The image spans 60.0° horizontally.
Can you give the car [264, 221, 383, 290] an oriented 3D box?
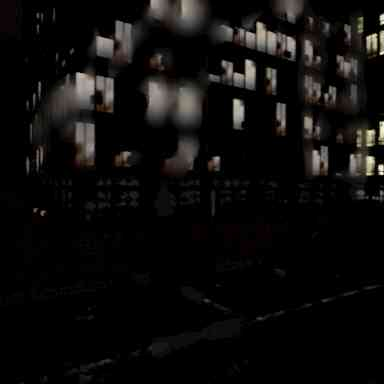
[{"bbox_3d":[3.885,1.488,8.871,4.313,1.339,1.947,0,1,-32],"label":"car"}]
